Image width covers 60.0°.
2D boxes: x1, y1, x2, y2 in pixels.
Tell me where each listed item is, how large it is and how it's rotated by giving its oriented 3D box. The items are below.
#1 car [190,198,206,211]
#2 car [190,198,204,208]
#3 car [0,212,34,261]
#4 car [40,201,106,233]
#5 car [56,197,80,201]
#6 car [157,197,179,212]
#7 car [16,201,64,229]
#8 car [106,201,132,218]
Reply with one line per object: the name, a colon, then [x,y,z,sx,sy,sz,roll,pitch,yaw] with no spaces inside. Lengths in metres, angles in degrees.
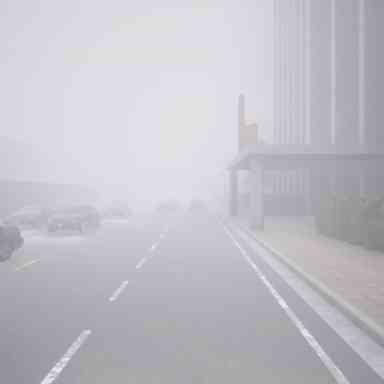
car: [0.678,1.601,40.367,1.895,1.301,4.718,0,0,1]
car: [0.803,1.564,49.126,1.994,1.385,4.181,0,0,1]
car: [-6.978,1.548,9.581,2.033,1.411,5.357,0,0,1]
car: [-6.823,1.505,19.701,1.837,1.490,4.892,0,0,1]
car: [-10.123,1.139,26.929,1.812,1.442,4.674,0,0,1]
car: [-2.878,1.526,38.277,1.812,1.442,4.674,0,0,1]
car: [-10.285,1.525,21.846,1.812,1.442,4.674,0,0,1]
car: [-6.643,1.526,29.976,1.812,1.442,4.674,0,0,1]
